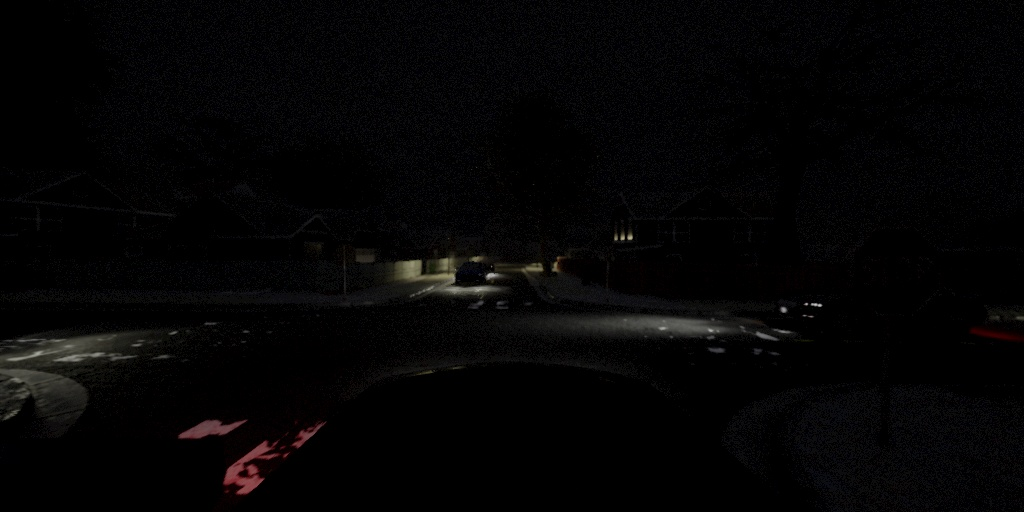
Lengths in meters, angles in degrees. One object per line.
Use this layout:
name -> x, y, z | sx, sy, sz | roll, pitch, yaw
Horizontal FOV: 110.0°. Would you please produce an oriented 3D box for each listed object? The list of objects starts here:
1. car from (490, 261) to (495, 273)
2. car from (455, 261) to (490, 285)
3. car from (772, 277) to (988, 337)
car -> -2.927, 1.195, 40.633 | 1.895, 1.301, 4.718 | 0, 0, -1
car -> -2.829, 1.159, 25.361 | 1.882, 1.535, 5.008 | 0, 0, 0
car -> 10.321, 1.335, 10.297 | 4.902, 1.511, 2.128 | 1, 1, 2
